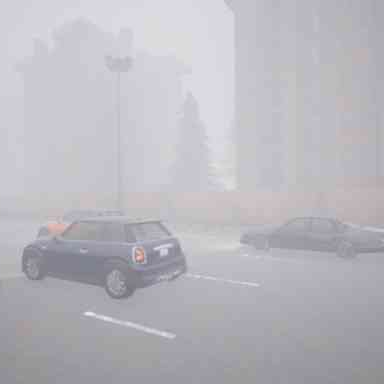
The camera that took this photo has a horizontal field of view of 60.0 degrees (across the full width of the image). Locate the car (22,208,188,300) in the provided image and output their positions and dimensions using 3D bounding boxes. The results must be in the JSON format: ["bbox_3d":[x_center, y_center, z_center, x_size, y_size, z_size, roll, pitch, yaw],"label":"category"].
[{"bbox_3d":[-2.434,1.434,8.803,4.553,1.767,2.097,-1,0,32],"label":"car"}]

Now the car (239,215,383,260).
[{"bbox_3d":[4.546,1.600,12.670,5.357,1.411,2.033,-1,0,32],"label":"car"}]

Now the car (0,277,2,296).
[{"bbox_3d":[-5.737,1.621,6.748,4.674,1.442,1.812,-1,0,32],"label":"car"}]
